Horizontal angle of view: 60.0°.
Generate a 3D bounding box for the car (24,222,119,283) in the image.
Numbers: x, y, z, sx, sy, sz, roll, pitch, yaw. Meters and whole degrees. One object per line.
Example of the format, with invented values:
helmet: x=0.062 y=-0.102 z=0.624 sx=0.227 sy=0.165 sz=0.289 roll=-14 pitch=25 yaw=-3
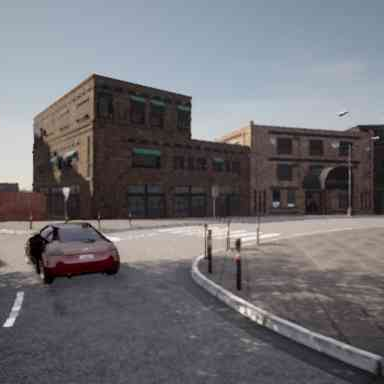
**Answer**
car: x=-3.735 y=1.602 z=10.010 sx=1.994 sy=1.385 sz=4.181 roll=0 pitch=0 yaw=-33
